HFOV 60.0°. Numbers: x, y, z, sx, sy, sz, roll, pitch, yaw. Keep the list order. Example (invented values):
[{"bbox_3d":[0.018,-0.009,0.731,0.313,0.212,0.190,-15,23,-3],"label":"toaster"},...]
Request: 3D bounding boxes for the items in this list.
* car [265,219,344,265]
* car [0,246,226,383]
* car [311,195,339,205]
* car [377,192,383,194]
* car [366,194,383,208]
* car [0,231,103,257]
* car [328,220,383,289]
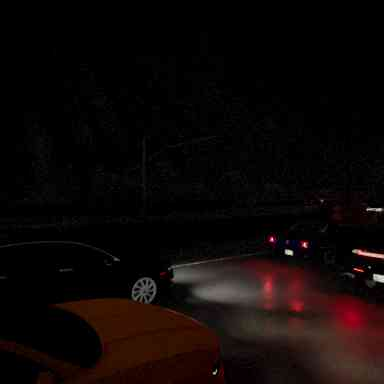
[{"bbox_3d":[4.818,1.590,11.652,4.718,1.301,1.895,0,0,-36],"label":"car"},{"bbox_3d":[-1.969,1.477,2.320,5.008,1.535,1.882,0,0,-36],"label":"car"},{"bbox_3d":[19.525,1.189,48.849,4.553,1.767,2.097,0,0,-36],"label":"car"},{"bbox_3d":[34.345,0.959,59.701,5.566,2.045,2.150,0,0,-36],"label":"car"},{"bbox_3d":[24.916,1.393,44.131,4.181,1.385,1.994,0,0,-36],"label":"car"},{"bbox_3d":[-2.620,1.504,6.176,4.892,1.490,1.837,0,0,-36],"label":"car"},{"bbox_3d":[5.678,1.483,7.946,4.902,1.511,2.128,0,0,-36],"label":"car"}]
